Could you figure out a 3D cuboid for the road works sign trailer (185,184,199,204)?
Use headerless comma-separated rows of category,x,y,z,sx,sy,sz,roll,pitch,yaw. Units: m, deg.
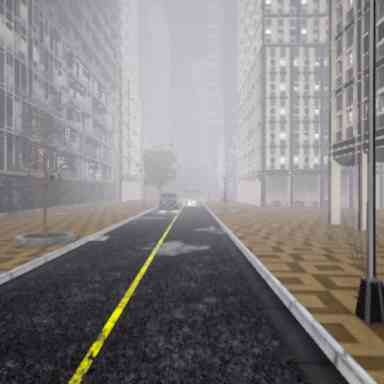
road works sign trailer,0.005,0.317,58.188,2.380,3.560,2.880,0,0,0

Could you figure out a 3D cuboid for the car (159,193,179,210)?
car,-2.830,1.103,41.442,2.150,2.045,5.566,0,0,0
